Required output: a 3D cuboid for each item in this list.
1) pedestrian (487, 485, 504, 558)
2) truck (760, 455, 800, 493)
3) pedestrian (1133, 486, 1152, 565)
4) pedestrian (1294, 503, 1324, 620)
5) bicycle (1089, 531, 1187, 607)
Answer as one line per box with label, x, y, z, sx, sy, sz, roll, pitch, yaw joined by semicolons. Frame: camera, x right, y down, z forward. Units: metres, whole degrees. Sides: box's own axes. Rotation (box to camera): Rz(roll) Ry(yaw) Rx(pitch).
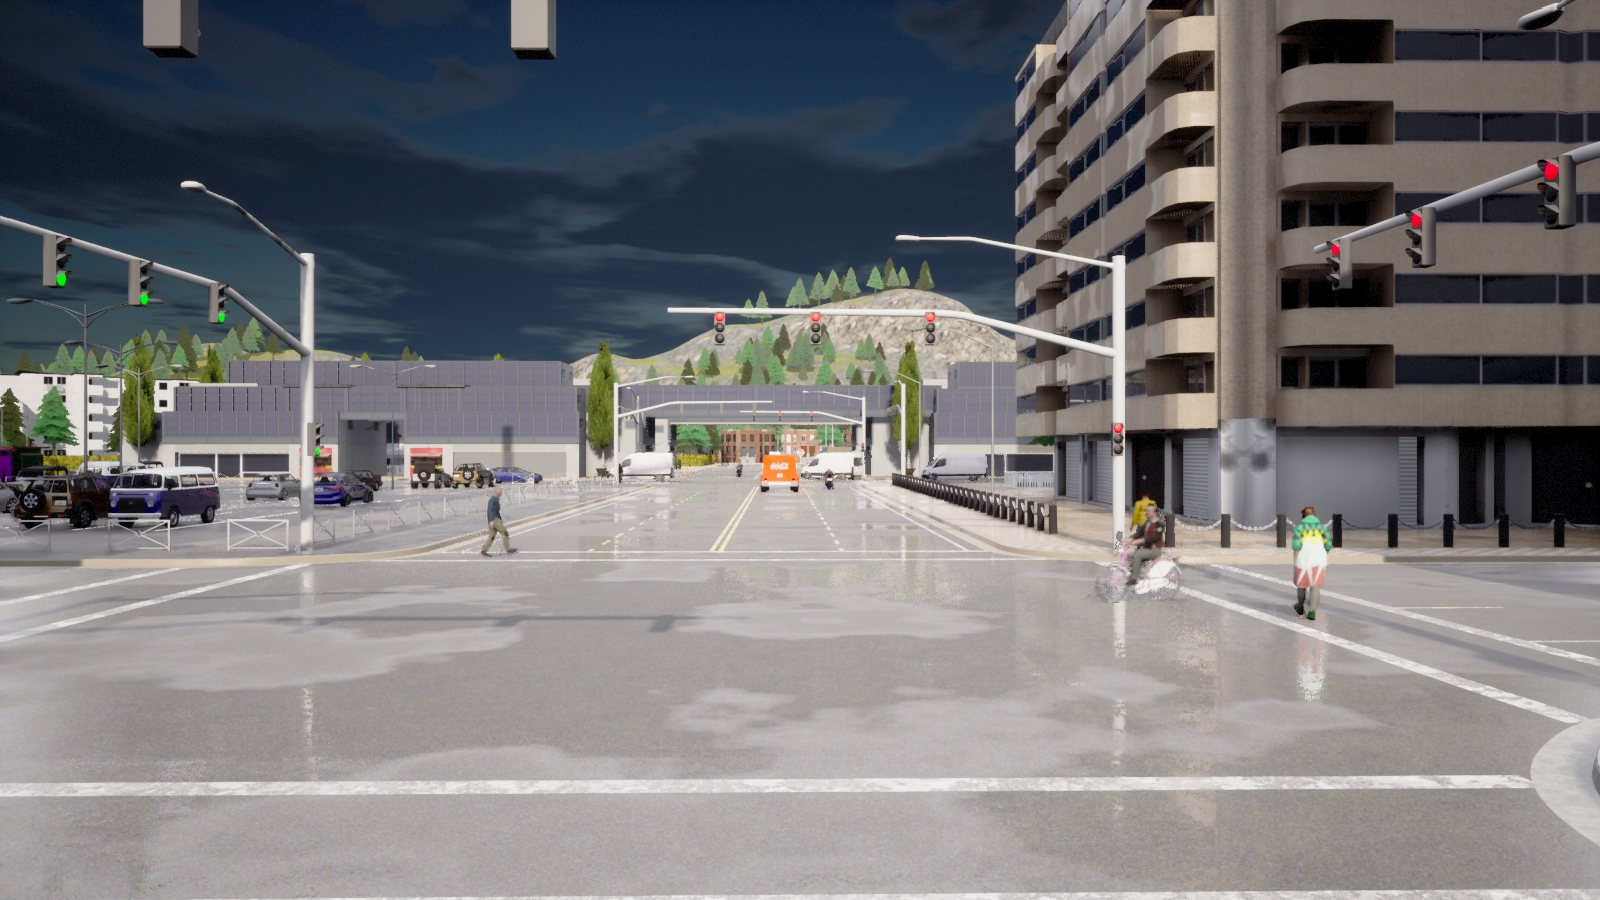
pedestrian;-7.838;1.834;29.401;0.375;1.860;0.375;0;0;-8
truck;-1.366;1.564;77.071;2.627;2.467;5.204;0;0;-1
pedestrian;8.189;1.801;27.300;0.375;1.860;0.375;0;0;7
pedestrian;8.308;1.804;18.650;0.375;1.860;0.375;0;0;13
bicycle;6.116;2.132;20.652;1.835;1.271;0.329;0;1;-20
